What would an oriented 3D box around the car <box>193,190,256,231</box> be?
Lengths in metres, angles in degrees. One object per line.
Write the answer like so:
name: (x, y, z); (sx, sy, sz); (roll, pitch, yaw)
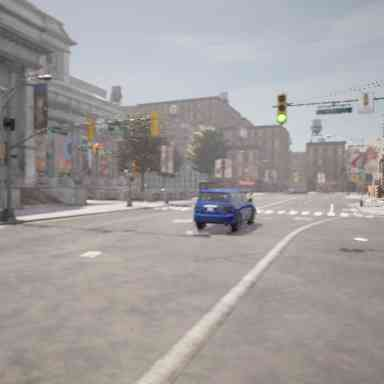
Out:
car: (1.940, 0.893, 18.234); (2.150, 2.045, 5.566); (1, 1, 23)
